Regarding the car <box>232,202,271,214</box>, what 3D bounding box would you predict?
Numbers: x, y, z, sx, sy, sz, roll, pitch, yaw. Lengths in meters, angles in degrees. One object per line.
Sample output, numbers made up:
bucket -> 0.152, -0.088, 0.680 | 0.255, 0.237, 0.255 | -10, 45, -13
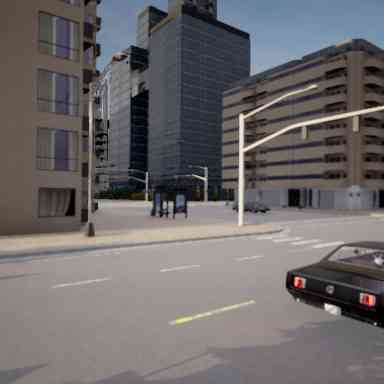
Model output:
car -> 7.570, 1.986, 42.750 | 2.033, 1.411, 5.357 | 1, -1, -37

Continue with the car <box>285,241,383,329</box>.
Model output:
car -> 4.138, 1.689, 6.822 | 4.718, 1.301, 1.895 | 1, -1, -36
